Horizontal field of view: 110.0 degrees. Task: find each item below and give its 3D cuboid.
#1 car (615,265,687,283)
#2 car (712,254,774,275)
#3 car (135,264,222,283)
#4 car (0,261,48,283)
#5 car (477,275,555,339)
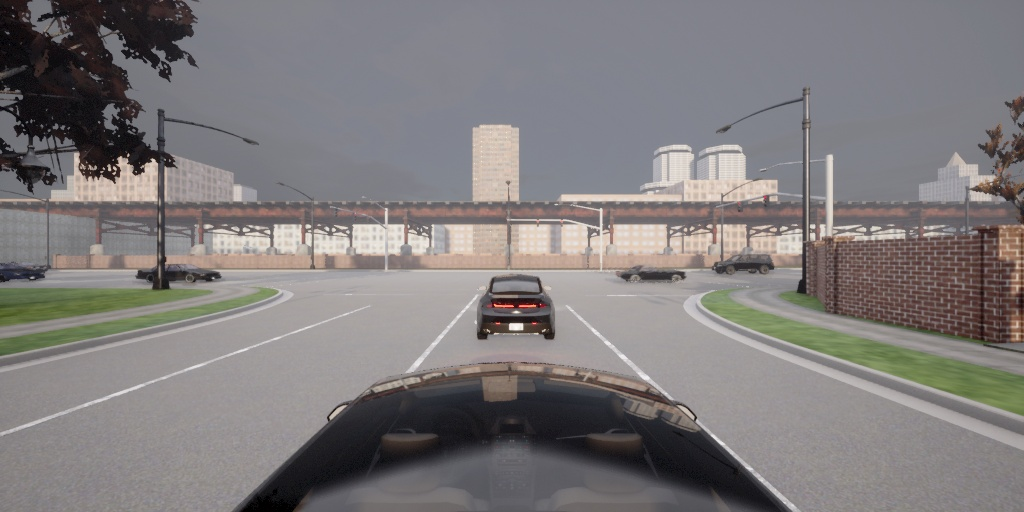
[{"bbox_3d":[10.135,1.315,26.304,4.718,1.301,1.895,0,0,2],"label":"car"},{"bbox_3d":[23.556,0.835,36.631,5.566,2.045,2.150,-1,0,3],"label":"car"},{"bbox_3d":[-25.299,1.297,27.260,5.357,1.411,2.033,0,0,2],"label":"car"},{"bbox_3d":[-39.668,1.298,27.733,5.357,1.411,2.033,0,0,2],"label":"car"},{"bbox_3d":[0.093,1.256,10.028,1.837,1.490,4.892,0,0,0],"label":"car"}]
